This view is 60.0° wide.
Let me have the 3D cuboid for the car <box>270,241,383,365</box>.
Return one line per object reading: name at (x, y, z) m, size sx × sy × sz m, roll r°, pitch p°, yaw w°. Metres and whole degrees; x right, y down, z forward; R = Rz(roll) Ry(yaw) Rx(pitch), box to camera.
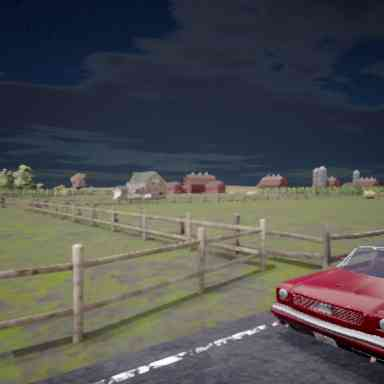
car at (3.510, 1.581, 5.577) m, size 4.718 × 1.301 × 1.895 m, roll 0°, pitch 0°, yaw -36°
